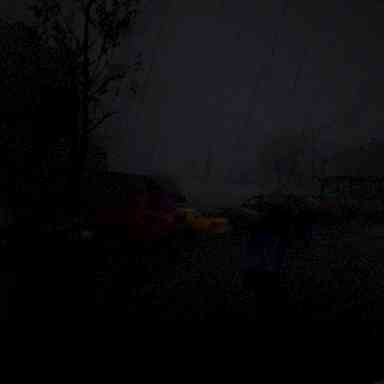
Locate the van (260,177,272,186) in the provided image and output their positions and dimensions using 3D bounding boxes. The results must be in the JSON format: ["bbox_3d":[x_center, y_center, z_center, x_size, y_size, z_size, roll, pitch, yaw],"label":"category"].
[{"bbox_3d":[16.288,-2.068,67.882,1.878,1.987,4.442,7,4,35],"label":"van"}]

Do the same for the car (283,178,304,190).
[{"bbox_3d":[19.778,-1.296,63.049,2.231,1.521,4.892,7,3,35],"label":"car"}]

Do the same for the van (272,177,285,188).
[{"bbox_3d":[18.017,-1.794,65.410,1.878,1.987,4.442,7,4,35],"label":"van"}]

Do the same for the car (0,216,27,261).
[{"bbox_3d":[-7.904,1.494,10.891,4.892,1.521,2.231,-1,-1,35],"label":"car"}]

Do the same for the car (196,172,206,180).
[{"bbox_3d":[4.183,-4.003,85.164,2.435,2.045,5.566,7,4,34],"label":"car"}]

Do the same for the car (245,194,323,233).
[{"bbox_3d":[4.317,1.177,19.588,5.566,2.045,2.435,-1,0,35],"label":"car"}]

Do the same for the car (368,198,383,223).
[{"bbox_3d":[11.781,1.265,24.710,4.553,1.767,2.185,-1,0,35],"label":"car"}]

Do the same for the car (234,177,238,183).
[{"bbox_3d":[11.141,-2.622,75.396,2.002,1.452,4.674,7,3,35],"label":"car"}]

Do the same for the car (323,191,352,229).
[{"bbox_3d":[6.831,1.164,21.292,5.566,2.045,2.435,-1,-1,35],"label":"car"}]

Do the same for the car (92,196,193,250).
[{"bbox_3d":[-3.039,1.214,14.379,5.566,2.045,2.435,-1,0,35],"label":"car"}]

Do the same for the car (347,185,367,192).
[{"bbox_3d":[26.680,-0.167,53.191,2.002,1.452,4.674,7,3,35],"label":"car"}]

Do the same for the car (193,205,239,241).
[{"bbox_3d":[-0.717,1.452,16.207,5.366,1.575,1.946,-1,0,35],"label":"car"}]

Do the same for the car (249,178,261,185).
[{"bbox_3d":[14.715,-2.117,70.613,1.946,1.575,5.366,7,3,35],"label":"car"}]

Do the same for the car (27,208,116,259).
[{"bbox_3d":[-5.483,1.508,12.636,4.792,1.488,2.163,-1,0,35],"label":"car"}]

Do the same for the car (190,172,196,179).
[{"bbox_3d":[2.389,-4.155,87.631,2.185,1.767,4.553,6,3,34],"label":"car"}]

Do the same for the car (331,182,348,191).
[{"bbox_3d":[24.987,-0.730,55.662,2.435,2.045,5.566,7,3,35],"label":"car"}]

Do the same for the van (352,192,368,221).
[{"bbox_3d":[9.371,1.176,22.961,4.442,1.987,1.878,-1,-1,35],"label":"van"}]

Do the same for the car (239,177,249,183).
[{"bbox_3d":[12.883,-2.348,72.934,2.002,1.452,4.674,7,4,35],"label":"car"}]

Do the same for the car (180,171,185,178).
[{"bbox_3d":[-1.112,-4.666,92.449,2.435,2.045,5.566,1,-1,34],"label":"car"}]

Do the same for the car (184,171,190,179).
[{"bbox_3d":[0.660,-4.390,90.101,2.185,1.767,4.553,4,1,33],"label":"car"}]

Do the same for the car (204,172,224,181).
[{"bbox_3d":[6.035,-3.482,82.906,1.946,1.575,5.366,6,3,34],"label":"car"}]

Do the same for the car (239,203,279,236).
[{"bbox_3d":[1.890,1.480,17.833,4.674,1.452,2.002,-1,0,35],"label":"car"}]
